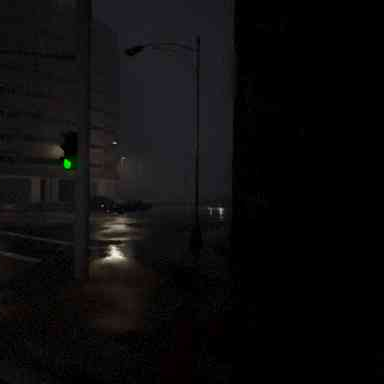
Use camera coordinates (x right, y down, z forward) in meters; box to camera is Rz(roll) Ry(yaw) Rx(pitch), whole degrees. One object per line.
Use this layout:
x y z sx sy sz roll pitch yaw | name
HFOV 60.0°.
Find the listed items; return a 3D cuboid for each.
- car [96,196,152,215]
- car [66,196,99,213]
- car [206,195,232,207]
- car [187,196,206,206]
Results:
-5.747 1.275 29.492 1.895 1.301 4.718 1 1 35 | car
-9.195 1.128 30.663 1.837 1.490 4.892 1 1 35 | car
4.282 1.213 43.733 1.837 1.490 4.892 1 1 35 | car
1.391 1.262 45.708 1.895 1.301 4.718 1 1 35 | car
